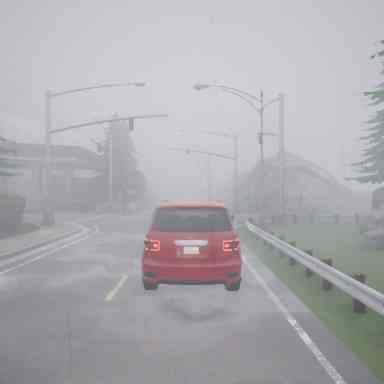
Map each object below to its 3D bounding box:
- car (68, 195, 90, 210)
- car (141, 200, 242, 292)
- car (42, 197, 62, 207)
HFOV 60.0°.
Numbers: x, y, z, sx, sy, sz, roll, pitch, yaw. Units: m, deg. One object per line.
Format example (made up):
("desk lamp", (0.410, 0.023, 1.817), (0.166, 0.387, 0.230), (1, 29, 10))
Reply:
("car", (-14.557, 1.313, 43.145), (1.905, 1.878, 3.866), (0, 0, -1))
("car", (0.018, 1.221, 9.094), (2.150, 2.045, 5.566), (0, 0, 1))
("car", (-20.267, 1.480, 47.419), (2.242, 1.667, 4.611), (0, 0, -1))
